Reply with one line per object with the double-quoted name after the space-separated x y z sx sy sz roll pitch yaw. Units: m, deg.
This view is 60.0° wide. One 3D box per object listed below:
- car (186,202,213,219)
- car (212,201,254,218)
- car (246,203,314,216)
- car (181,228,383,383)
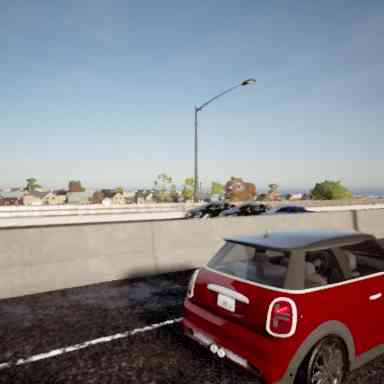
1.823 1.539 26.676 4.892 1.490 1.837 0 0 -35 "car"
4.119 1.541 24.010 4.892 1.490 1.837 0 0 -35 "car"
5.893 1.563 20.997 4.674 1.442 1.812 0 0 -35 "car"
2.145 1.362 5.258 4.553 1.767 2.097 0 0 -35 "car"
